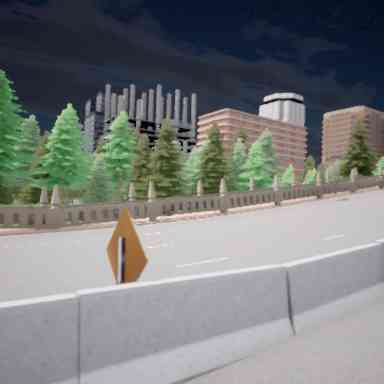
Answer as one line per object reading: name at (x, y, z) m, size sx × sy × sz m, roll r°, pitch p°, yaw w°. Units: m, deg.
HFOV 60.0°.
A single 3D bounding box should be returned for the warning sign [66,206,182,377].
warning sign at (-0.953, 1.131, 4.518) m, size 1.060 × 1.860 × 1.300 m, roll 3°, pitch -4°, yaw -35°
